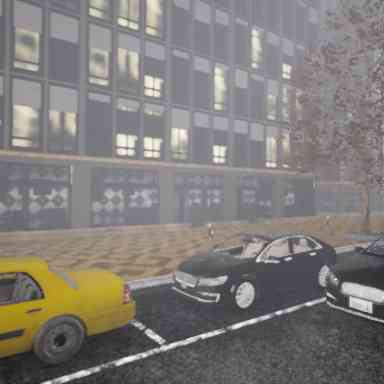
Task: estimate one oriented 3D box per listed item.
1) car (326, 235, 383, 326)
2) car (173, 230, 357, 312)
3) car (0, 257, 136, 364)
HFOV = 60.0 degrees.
[{"bbox_3d":[4.677,1.549,6.715,4.902,1.511,2.128,1,0,-35],"label":"car"},{"bbox_3d":[1.627,1.594,7.717,4.403,1.369,2.008,1,0,-36],"label":"car"},{"bbox_3d":[-3.146,1.524,4.312,4.829,1.417,1.752,1,0,-36],"label":"car"}]
